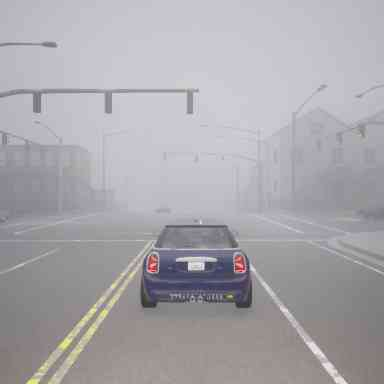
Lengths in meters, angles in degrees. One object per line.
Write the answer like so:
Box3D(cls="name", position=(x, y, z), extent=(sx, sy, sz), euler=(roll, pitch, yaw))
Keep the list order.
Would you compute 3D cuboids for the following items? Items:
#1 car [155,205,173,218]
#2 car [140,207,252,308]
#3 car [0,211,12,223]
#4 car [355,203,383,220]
Box3D(cls="car", position=(-3.564, 2.570, 42.575), extent=(1.895, 1.301, 4.718), euler=(0, -8, 0))
Box3D(cls="car", position=(0.091, 1.352, 8.092), extent=(2.097, 1.767, 4.553), euler=(0, 0, 0))
Box3D(cls="car", position=(-15.503, 1.744, 23.575), extent=(4.718, 1.301, 1.895), euler=(-4, 0, 0))
Box3D(cls="car", position=(16.624, 1.547, 27.680), extent=(5.357, 1.411, 2.033), euler=(0, 0, -1))
